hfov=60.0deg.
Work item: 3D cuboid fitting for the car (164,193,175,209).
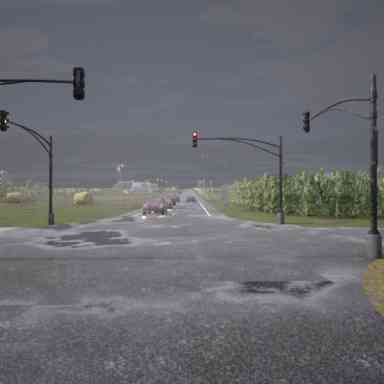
[{"bbox_3d":[-3.712,1.310,44.006,2.097,1.767,4.553,0,0,0],"label":"car"}]

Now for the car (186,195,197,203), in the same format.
[{"bbox_3d":[-0.120,1.410,66.140,1.837,1.490,4.892,0,0,0],"label":"car"}]

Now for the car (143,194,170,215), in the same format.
[{"bbox_3d":[-3.718,1.325,33.910,2.097,1.767,4.553,0,0,0],"label":"car"}]

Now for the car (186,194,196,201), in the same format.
[{"bbox_3d":[-0.198,1.330,76.444,2.128,1.511,4.902,0,0,0],"label":"car"}]

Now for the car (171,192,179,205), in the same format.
[{"bbox_3d":[-3.730,1.158,54.219,2.150,2.045,5.566,0,0,0],"label":"car"}]
